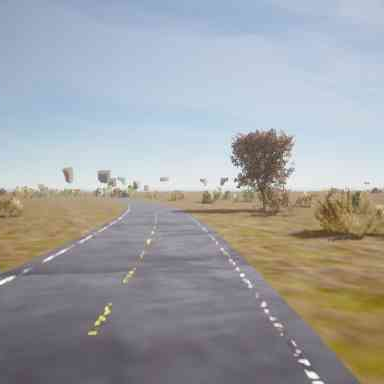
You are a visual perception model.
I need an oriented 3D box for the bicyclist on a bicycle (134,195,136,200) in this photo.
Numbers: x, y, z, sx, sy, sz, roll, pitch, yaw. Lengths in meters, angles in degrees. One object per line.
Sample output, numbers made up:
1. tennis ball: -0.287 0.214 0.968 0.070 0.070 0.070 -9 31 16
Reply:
1. bicyclist on a bicycle: -16.152 1.531 93.431 0.582 1.620 1.656 1 0 -21
